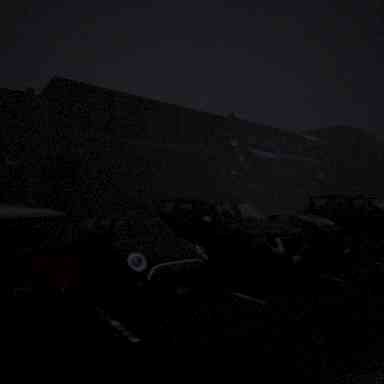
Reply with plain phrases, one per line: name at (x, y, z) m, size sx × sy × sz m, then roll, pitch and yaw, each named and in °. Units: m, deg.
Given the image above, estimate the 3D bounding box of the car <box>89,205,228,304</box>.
car at (-1.492, 1.333, 8.363) m, size 2.185 × 1.767 × 4.553 m, roll 0°, pitch 0°, yaw -35°

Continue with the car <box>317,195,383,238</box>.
car at (7.676, 1.168, 14.815) m, size 2.435 × 2.045 × 5.566 m, roll 0°, pitch 0°, yaw -35°

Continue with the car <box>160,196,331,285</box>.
car at (0.823, 1.194, 9.939) m, size 2.435 × 2.045 × 5.566 m, roll 0°, pitch 0°, yaw -35°

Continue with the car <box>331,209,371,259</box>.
car at (3.097, 1.433, 11.585) m, size 2.231 × 1.521 × 4.892 m, roll 0°, pitch 0°, yaw -35°

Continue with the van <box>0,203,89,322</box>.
van at (-3.825, 1.249, 6.804) m, size 1.878 × 1.987 × 4.442 m, roll 0°, pitch 0°, yaw -35°
